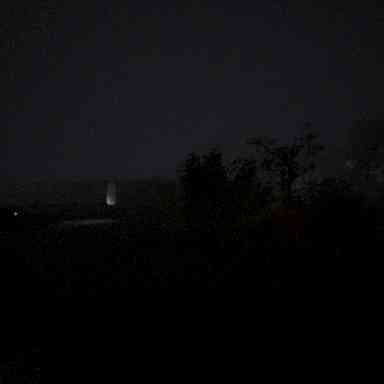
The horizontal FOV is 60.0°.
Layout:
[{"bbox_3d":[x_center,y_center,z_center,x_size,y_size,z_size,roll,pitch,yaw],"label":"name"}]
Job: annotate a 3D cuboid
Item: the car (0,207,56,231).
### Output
[{"bbox_3d":[-10.976,1.581,20.593,1.895,1.301,4.718,1,1,34],"label":"car"}]
